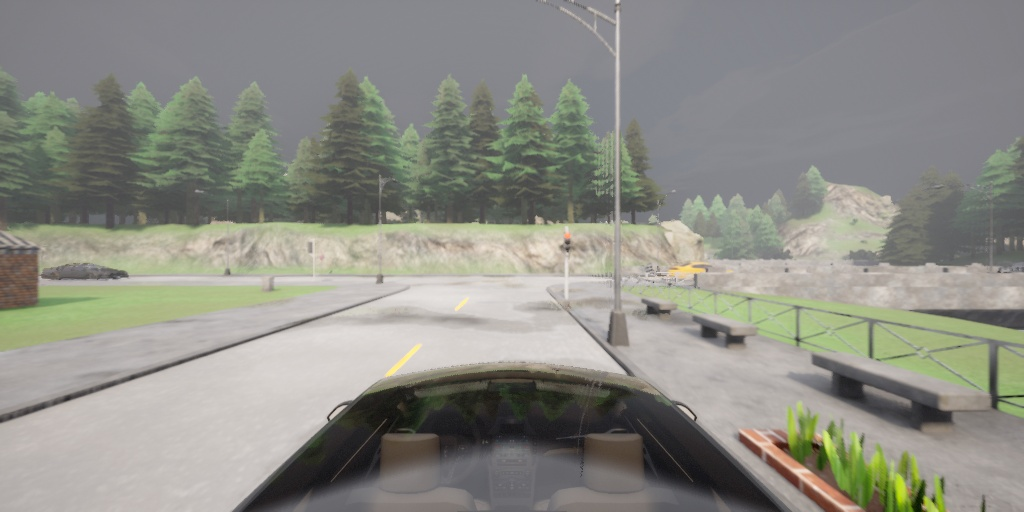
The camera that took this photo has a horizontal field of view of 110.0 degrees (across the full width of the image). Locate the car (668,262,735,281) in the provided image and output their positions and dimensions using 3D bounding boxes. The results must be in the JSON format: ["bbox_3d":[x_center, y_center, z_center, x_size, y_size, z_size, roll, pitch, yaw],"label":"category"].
[{"bbox_3d":[15.341,1.272,29.018,5.008,1.535,1.882,1,0,0],"label":"car"}]

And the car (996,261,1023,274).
[{"bbox_3d":[47.897,1.239,33.045,4.902,1.511,2.128,0,0,0],"label":"car"}]

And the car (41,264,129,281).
[{"bbox_3d":[-34.483,1.315,29.005,5.357,1.411,2.033,0,0,0],"label":"car"}]
